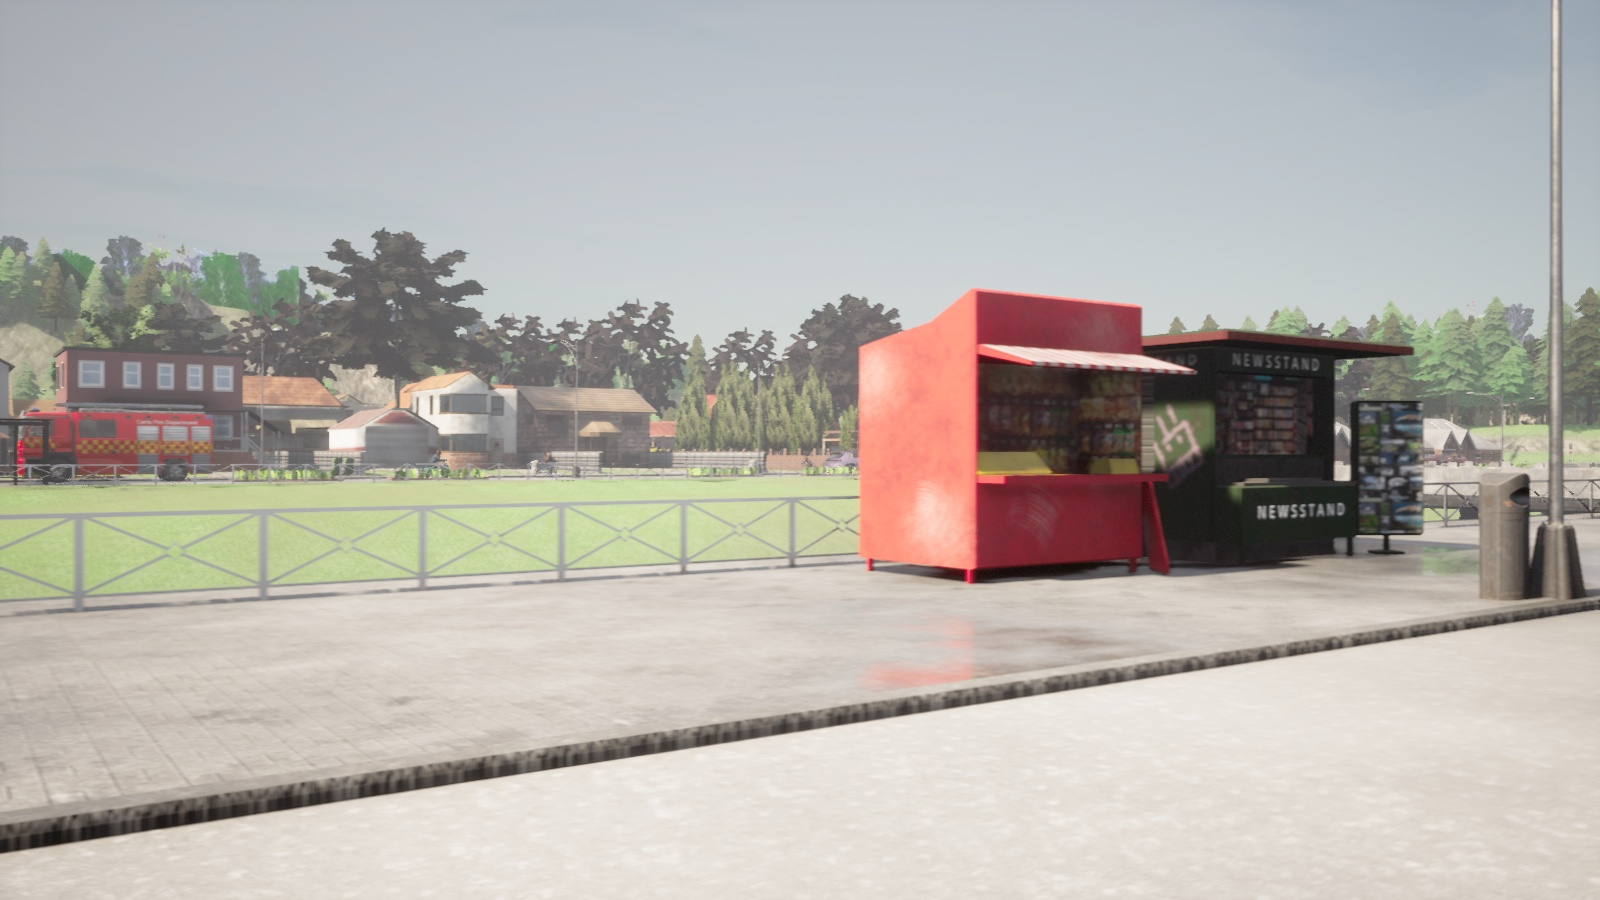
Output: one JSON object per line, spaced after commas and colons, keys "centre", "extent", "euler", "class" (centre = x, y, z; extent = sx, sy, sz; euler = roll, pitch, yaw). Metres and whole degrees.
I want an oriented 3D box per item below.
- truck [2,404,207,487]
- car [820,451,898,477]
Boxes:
{"centre": [-33.638, -0.199, 60.920], "extent": [8.468, 3.827, 2.891], "euler": [0, 0, -35], "class": "truck"}
{"centre": [3.898, 0.867, 82.175], "extent": [4.856, 1.649, 2.033], "euler": [0, 0, -35], "class": "car"}
